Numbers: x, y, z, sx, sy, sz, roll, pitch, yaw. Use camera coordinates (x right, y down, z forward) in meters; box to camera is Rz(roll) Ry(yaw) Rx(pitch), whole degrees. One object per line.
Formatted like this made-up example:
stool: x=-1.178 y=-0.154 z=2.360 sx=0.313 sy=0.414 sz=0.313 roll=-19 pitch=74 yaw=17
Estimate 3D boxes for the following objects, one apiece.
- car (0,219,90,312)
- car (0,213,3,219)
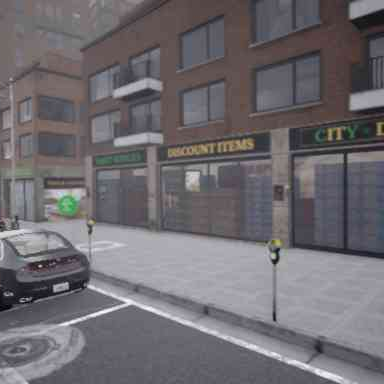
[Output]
car: x=-3.980 y=1.524 z=7.596 sx=4.403 sy=1.369 sz=2.008 roll=-1 pitch=2 yaw=44
car: x=-7.971 y=1.323 z=11.392 sx=5.009 sy=1.841 sz=2.192 roll=-1 pitch=2 yaw=44
